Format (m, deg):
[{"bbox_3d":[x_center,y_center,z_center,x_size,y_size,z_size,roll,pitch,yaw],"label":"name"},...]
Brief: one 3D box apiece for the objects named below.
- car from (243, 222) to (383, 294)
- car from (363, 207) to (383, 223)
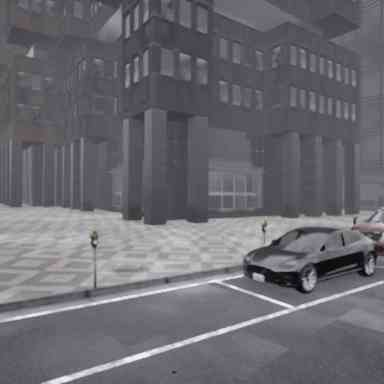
[{"bbox_3d":[3.330,1.642,9.027,4.313,1.339,1.947,1,-1,-36],"label":"car"},{"bbox_3d":[7.749,1.444,12.181,5.009,1.841,2.192,1,-1,-36],"label":"car"}]
